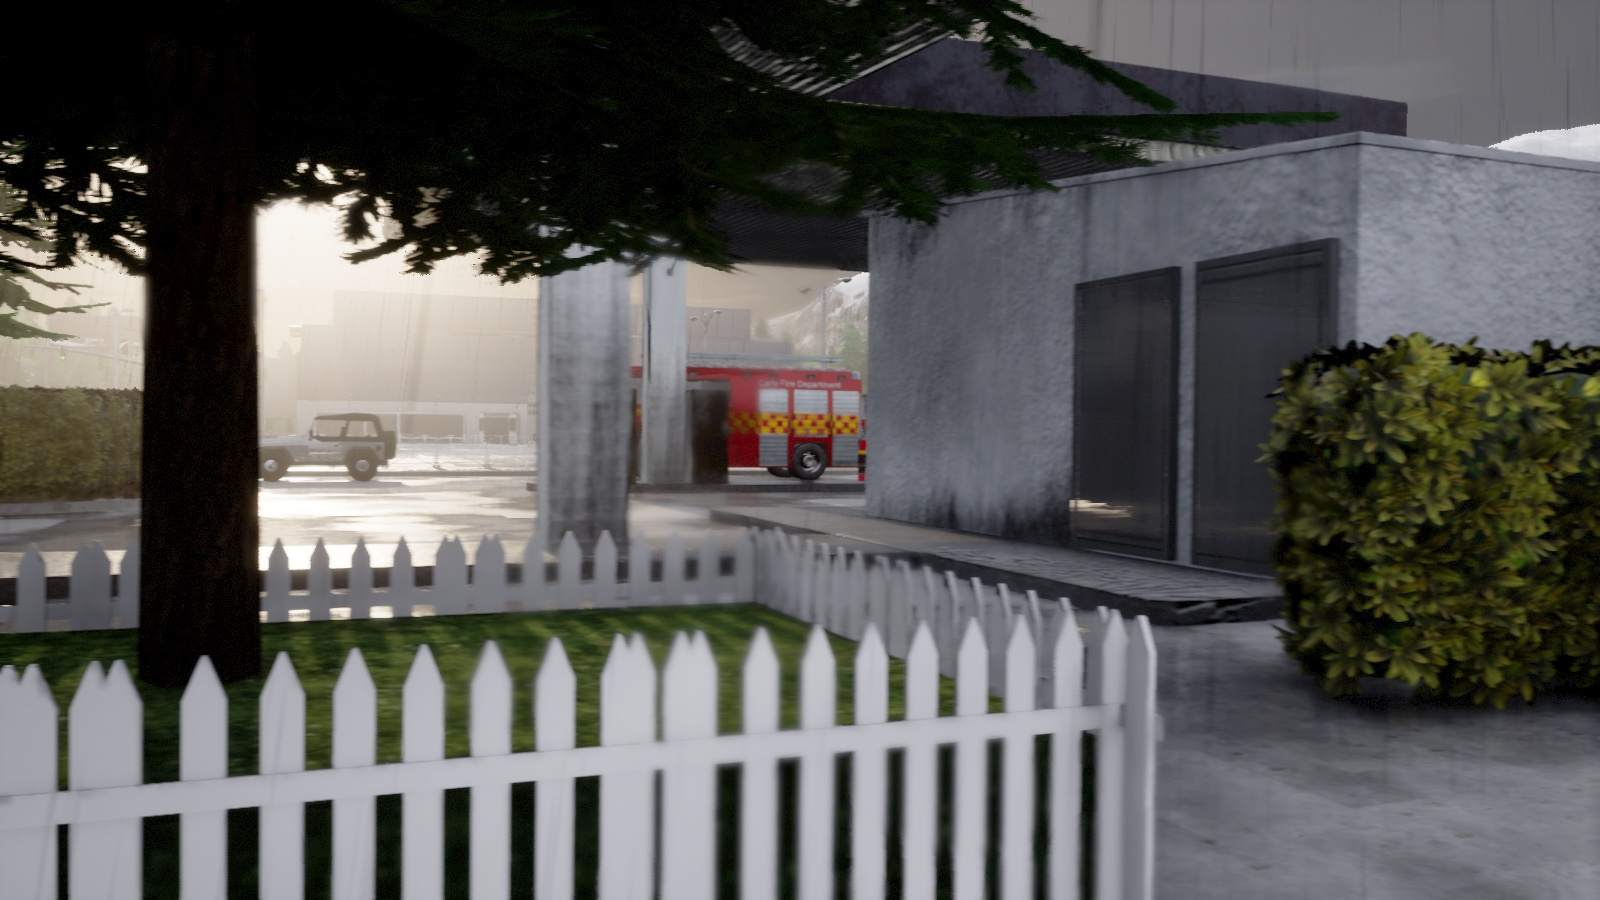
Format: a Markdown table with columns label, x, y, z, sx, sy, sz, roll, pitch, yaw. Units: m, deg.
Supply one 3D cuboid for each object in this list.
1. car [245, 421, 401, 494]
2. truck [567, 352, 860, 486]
| label | x | y | z | sx | sy | sz | roll | pitch | yaw |
| --- | --- | --- | --- | --- | --- | --- | --- | --- | --- |
| car | -13.090 | 0.173 | 34.580 | 3.866 | 1.878 | 1.905 | -1 | 1 | -21 |
| truck | -2.636 | -0.966 | 38.592 | 8.468 | 3.827 | 2.891 | -1 | 1 | -21 |
